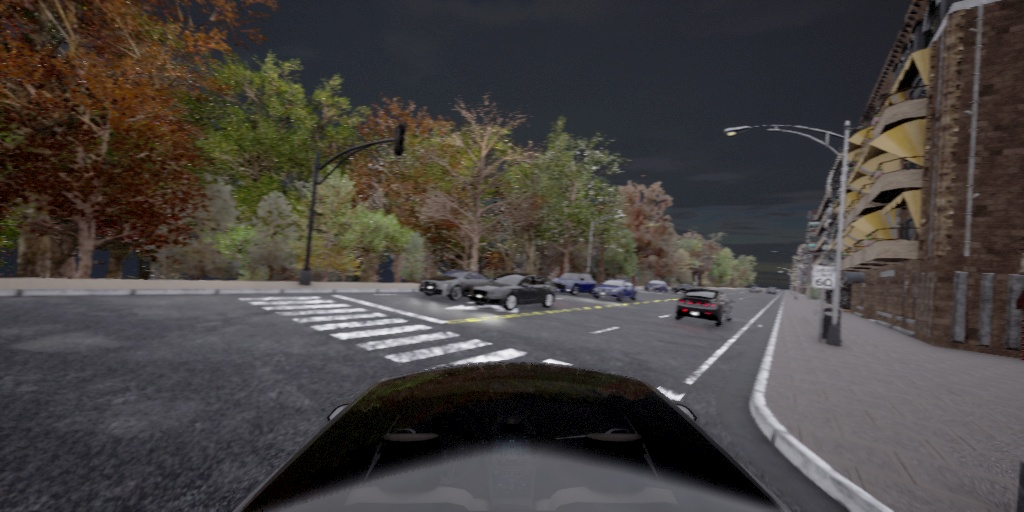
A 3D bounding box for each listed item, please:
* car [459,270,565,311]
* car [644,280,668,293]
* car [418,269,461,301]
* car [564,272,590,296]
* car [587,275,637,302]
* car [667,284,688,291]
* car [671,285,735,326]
[{"bbox_3d":[0.194,1.512,16.059,1.837,1.490,4.892,4,-2,38],"label":"car"},{"bbox_3d":[18.003,3.737,44.544,1.812,1.442,4.674,4,-2,38],"label":"car"},{"bbox_3d":[-2.524,1.376,17.849,1.994,1.385,4.181,4,-2,37],"label":"car"},{"bbox_3d":[4.594,1.994,27.138,2.097,1.767,4.553,4,-2,38],"label":"car"},{"bbox_3d":[7.449,2.380,25.546,1.812,1.442,4.674,4,-2,38],"label":"car"},{"bbox_3d":[20.177,3.944,42.060,1.895,1.301,4.718,4,-2,38],"label":"car"},{"bbox_3d":[9.125,2.319,16.888,1.837,1.490,4.892,4,-2,38],"label":"car"}]
